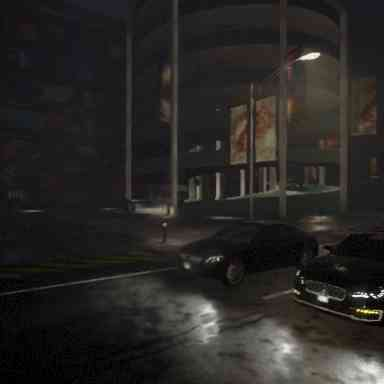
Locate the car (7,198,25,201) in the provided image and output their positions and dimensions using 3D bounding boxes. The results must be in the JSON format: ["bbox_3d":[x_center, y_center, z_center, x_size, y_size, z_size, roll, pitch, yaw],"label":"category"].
[{"bbox_3d":[-21.491,1.348,40.782,2.002,1.452,4.674,0,0,-36],"label":"car"}]

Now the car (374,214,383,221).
[{"bbox_3d":[9.515,1.637,15.084,5.357,1.411,2.033,0,0,-35],"label":"car"}]

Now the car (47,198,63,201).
[{"bbox_3d":[-22.317,1.530,54.714,1.895,1.301,4.718,0,0,-36],"label":"car"}]

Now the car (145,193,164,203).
[{"bbox_3d":[-7.800,1.197,66.213,2.435,2.045,5.566,0,0,-36],"label":"car"}]

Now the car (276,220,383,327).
[{"bbox_3d":[4.160,1.545,6.966,4.892,1.490,1.837,0,0,-36],"label":"car"}]

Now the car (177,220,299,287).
[{"bbox_3d":[1.779,1.563,9.564,4.674,1.442,1.812,0,0,-36],"label":"car"}]
